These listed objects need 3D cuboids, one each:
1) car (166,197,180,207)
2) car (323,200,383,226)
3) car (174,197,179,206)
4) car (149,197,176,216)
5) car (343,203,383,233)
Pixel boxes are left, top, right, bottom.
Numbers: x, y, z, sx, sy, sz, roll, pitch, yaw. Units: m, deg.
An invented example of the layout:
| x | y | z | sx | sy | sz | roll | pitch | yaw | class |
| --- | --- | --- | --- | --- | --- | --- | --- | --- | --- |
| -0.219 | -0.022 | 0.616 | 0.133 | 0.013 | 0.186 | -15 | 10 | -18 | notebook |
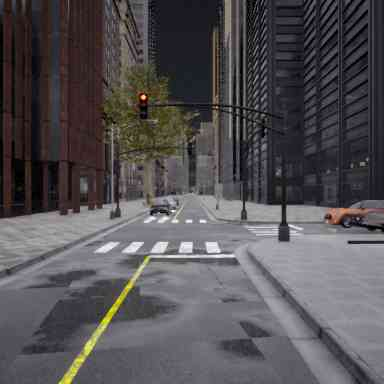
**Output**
| x | y | z | sx | sy | sz | roll | pitch | yaw | class |
| --- | --- | --- | --- | --- | --- | --- | --- | --- | --- |
| -3.060 | 1.582 | 54.867 | 2.033 | 1.411 | 5.357 | 0 | 0 | 0 | car |
| 10.855 | 1.311 | 21.207 | 4.553 | 1.767 | 2.097 | 0 | 0 | 0 | car |
| -3.069 | 1.540 | 43.668 | 1.812 | 1.442 | 4.674 | 0 | 0 | 0 | car |
| -3.084 | 1.554 | 33.513 | 2.033 | 1.411 | 5.357 | 0 | 0 | 0 | car |
| 11.534 | 1.491 | 18.108 | 5.357 | 1.411 | 2.033 | 0 | 0 | 0 | car |
